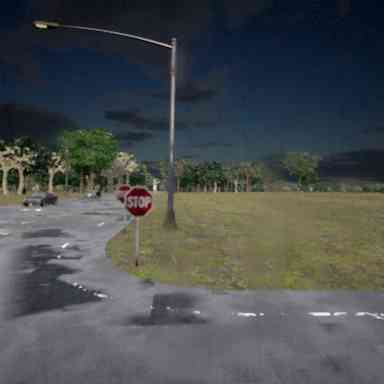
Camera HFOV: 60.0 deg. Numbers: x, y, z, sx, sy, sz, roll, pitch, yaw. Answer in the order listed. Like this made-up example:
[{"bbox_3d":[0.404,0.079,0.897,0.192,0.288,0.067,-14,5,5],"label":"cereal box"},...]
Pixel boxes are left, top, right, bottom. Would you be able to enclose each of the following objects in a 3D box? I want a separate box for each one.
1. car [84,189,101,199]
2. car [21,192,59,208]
[{"bbox_3d":[-16.252,0.304,54.693,2.128,1.511,4.902,1,1,-3],"label":"car"},{"bbox_3d":[-15.015,0.731,33.256,2.033,1.411,5.357,1,1,-4],"label":"car"}]
